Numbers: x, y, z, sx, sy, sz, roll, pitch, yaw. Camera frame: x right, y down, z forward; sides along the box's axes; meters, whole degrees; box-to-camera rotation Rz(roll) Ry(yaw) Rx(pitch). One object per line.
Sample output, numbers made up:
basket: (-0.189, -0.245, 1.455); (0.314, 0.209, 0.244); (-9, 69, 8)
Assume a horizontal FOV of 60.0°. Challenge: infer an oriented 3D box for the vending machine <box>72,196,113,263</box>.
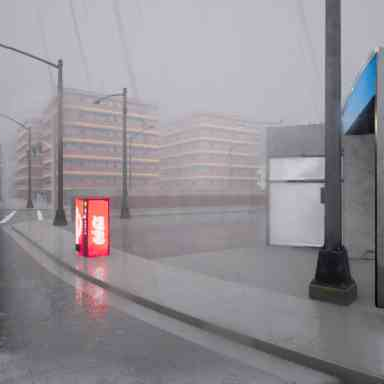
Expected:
vending machine: (-3.361, 1.195, 11.256); (1.100, 2.100, 0.880); (0, 0, -36)
